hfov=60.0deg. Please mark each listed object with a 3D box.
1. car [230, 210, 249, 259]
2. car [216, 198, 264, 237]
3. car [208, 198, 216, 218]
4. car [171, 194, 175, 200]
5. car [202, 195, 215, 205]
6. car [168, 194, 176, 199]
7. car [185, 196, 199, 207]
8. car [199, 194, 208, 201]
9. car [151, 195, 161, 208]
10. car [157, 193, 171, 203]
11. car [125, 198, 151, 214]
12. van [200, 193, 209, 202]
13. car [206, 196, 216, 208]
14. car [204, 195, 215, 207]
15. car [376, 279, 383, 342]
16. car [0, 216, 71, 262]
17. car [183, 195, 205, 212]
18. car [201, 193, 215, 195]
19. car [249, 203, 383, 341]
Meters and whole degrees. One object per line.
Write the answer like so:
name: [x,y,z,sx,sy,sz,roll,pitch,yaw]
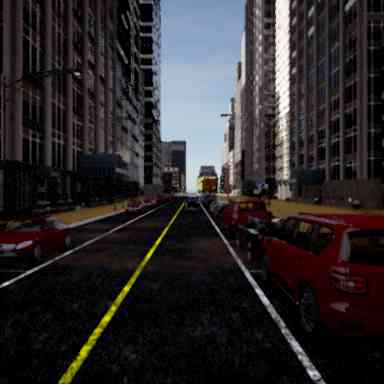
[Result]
car: [2.695,1.531,11.939,1.947,1.339,4.313,0,0,0]
car: [2.697,1.263,17.478,2.192,1.841,5.009,0,0,0]
car: [2.697,1.467,28.557,2.008,1.369,4.403,0,0,0]
car: [-5.680,1.312,78.411,1.887,1.381,4.507,0,0,0]
car: [2.699,1.273,56.253,1.967,1.590,4.097,0,0,0]
car: [-5.678,1.261,95.028,1.887,1.381,4.507,0,0,0]
car: [0.022,1.363,48.693,1.837,1.490,4.892,0,1,1]
car: [2.701,1.206,78.410,1.967,1.590,4.097,0,0,0]
car: [-5.682,1.450,45.175,1.802,1.307,4.206,0,0,0]
car: [-5.680,1.132,61.792,2.192,1.841,5.009,0,0,0]
car: [-5.683,1.483,34.097,1.802,1.307,4.206,0,0,0]
van: [2.701,1.124,72.870,1.690,1.788,3.998,0,0,0]
car: [2.697,1.424,34.266,1.752,1.417,4.829,0,0,0]
car: [2.698,1.433,45.175,1.947,1.339,4.313,0,0,0]
car: [2.694,1.542,0.860,1.887,1.381,4.507,0,0,0]
car: [-5.685,1.548,11.939,1.802,1.307,4.206,0,0,0]
car: [0.004,1.384,36.919,2.128,1.511,4.902,0,0,0]
car: [2.700,1.165,50.713,2.192,1.841,5.009,0,0,0]
car: [2.695,1.296,6.399,2.192,1.841,5.009,0,0,0]
